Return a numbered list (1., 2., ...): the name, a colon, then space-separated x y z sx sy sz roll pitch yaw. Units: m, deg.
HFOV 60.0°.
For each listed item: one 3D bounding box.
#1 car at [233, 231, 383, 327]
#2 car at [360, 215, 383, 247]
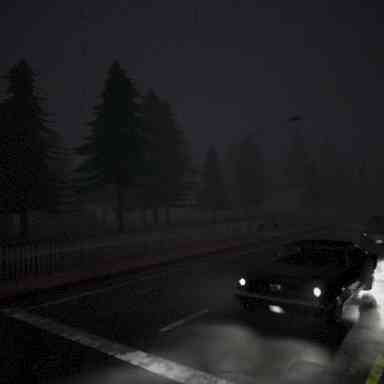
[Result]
1. car: 2.889 1.837 7.764 1.895 1.301 4.718 -4 -3 38
2. car: 9.401 1.844 15.918 2.128 1.511 4.902 -4 -3 39
